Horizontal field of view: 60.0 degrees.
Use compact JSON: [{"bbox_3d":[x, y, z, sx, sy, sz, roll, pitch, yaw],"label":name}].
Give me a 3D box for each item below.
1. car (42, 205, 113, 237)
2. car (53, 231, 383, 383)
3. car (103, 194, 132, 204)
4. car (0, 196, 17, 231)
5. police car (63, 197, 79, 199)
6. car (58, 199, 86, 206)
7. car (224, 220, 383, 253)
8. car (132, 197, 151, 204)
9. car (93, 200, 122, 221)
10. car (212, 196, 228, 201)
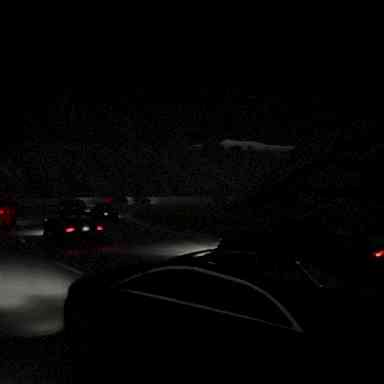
[{"bbox_3d":[-5.796,1.587,15.936,2.033,1.411,5.357,0,0,-33],"label":"car"},{"bbox_3d":[0.245,1.512,4.272,4.902,1.511,2.128,0,0,39],"label":"car"},{"bbox_3d":[-14.833,1.417,64.698,2.150,2.045,5.566,0,0,28],"label":"car"},{"bbox_3d":[-12.109,1.251,20.337,2.150,2.045,5.566,0,0,-25],"label":"car"},{"bbox_3d":[-19.311,1.554,53.376,1.930,1.638,5.238,0,0,15],"label":"police car"},{"bbox_3d":[-12.549,1.688,35.358,1.895,1.301,4.718,0,0,-6],"label":"car"},{"bbox_3d":[3.384,1.606,10.583,5.357,1.411,2.033,0,0,42],"label":"car"},{"bbox_3d":[-10.928,1.739,70.903,1.837,1.490,4.892,0,0,36],"label":"car"},{"bbox_3d":[-7.237,1.642,27.291,1.994,1.385,4.181,0,0,-19],"label":"car"},{"bbox_3d":[7.114,1.736,85.318,4.181,1.385,1.994,0,0,-24],"label":"car"}]
